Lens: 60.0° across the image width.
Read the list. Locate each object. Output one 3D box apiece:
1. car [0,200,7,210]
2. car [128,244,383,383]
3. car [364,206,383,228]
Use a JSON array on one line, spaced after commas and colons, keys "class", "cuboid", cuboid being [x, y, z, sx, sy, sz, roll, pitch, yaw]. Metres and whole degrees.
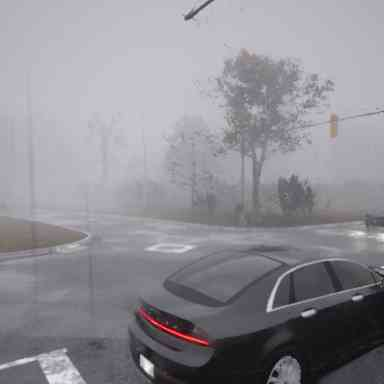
[{"class": "car", "cuboid": [-27.126, 1.742, 45.669, 4.674, 1.442, 1.812, -1, -1, 36]}, {"class": "car", "cuboid": [1.513, 1.525, 4.813, 4.892, 1.490, 1.837, 0, 0, -35]}, {"class": "car", "cuboid": [13.415, 1.593, 22.112, 5.008, 1.535, 1.882, 0, 0, -35]}]
